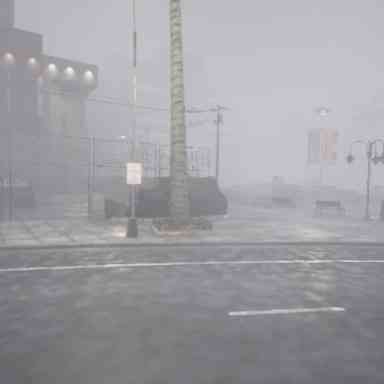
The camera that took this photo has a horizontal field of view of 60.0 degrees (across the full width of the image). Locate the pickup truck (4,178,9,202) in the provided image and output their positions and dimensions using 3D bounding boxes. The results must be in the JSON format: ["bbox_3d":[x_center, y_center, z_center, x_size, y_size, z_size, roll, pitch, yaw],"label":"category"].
[{"bbox_3d":[-13.167,0.043,24.445,2.390,2.098,6.274,0,2,-33],"label":"pickup truck"}]
